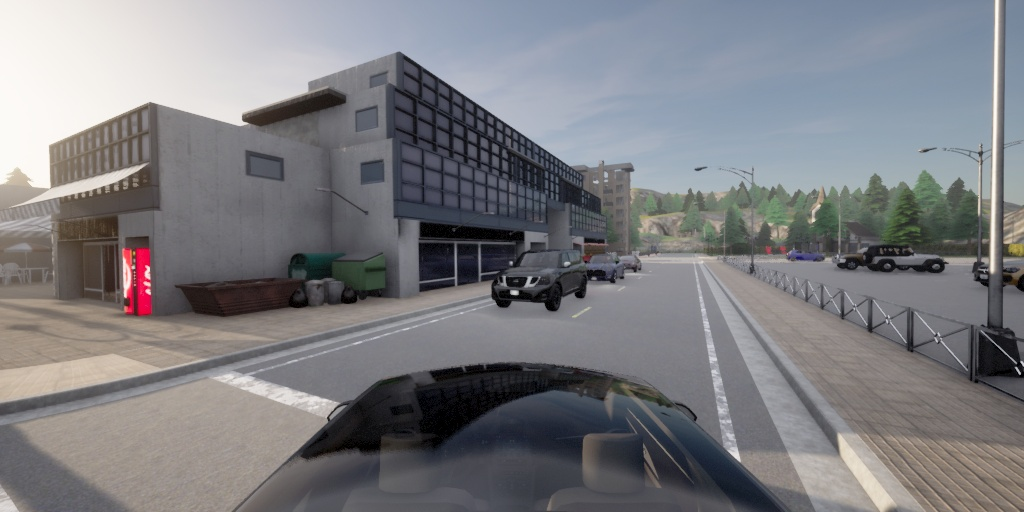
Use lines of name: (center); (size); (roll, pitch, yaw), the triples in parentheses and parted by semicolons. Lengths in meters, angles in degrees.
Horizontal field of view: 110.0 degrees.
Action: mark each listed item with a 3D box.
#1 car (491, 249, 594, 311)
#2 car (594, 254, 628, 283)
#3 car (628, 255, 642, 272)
car: (1.309, 0.752, 13.792); (2.150, 2.045, 5.566); (0, 1, 27)
car: (5.711, 0.669, 22.590); (2.097, 1.767, 4.553); (0, 1, 27)
car: (10.294, 0.621, 31.738); (1.812, 1.442, 4.674); (0, 1, 27)
